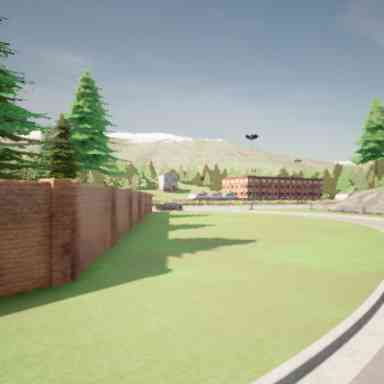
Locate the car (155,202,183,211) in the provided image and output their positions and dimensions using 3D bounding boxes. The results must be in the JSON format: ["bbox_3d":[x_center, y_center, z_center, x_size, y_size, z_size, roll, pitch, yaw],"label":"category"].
[{"bbox_3d":[-3.491,2.222,51.051,4.181,1.385,1.994,0,-1,5],"label":"car"}]
